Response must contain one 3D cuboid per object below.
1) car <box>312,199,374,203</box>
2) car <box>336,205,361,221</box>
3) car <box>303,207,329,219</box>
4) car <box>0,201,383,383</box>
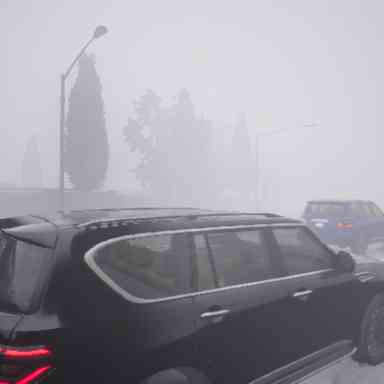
[{"bbox_3d":[6.577,1.336,13.786,5.566,2.045,2.150,1,-1,-42],"label":"car"},{"bbox_3d":[17.760,2.322,37.673,1.882,1.535,5.008,0,-2,33],"label":"car"},{"bbox_3d":[14.817,2.426,39.567,1.895,1.301,4.718,0,-2,33],"label":"car"},{"bbox_3d":[0.403,1.224,4.110,5.566,2.045,2.150,1,0,-36],"label":"car"}]
